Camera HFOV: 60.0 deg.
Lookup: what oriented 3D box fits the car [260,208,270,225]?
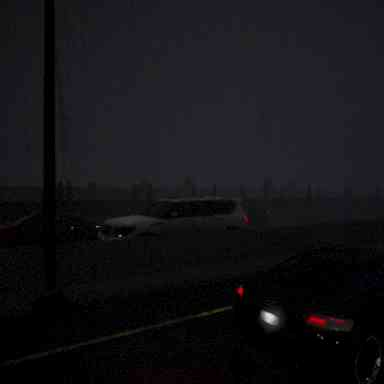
[{"bbox_3d":[3.195,1.510,22.380,4.181,1.385,1.994,0,0,-31],"label":"car"}]

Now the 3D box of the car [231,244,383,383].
[{"bbox_3d":[2.657,1.553,5.272,4.181,1.385,1.994,0,0,-33],"label":"car"}]

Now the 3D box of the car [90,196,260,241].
[{"bbox_3d":[-0.449,1.189,11.916,5.566,2.045,2.150,0,0,-32],"label":"car"}]

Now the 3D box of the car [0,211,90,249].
[{"bbox_3d":[-5.774,1.483,12.595,4.674,1.442,1.812,0,0,-34],"label":"car"}]
